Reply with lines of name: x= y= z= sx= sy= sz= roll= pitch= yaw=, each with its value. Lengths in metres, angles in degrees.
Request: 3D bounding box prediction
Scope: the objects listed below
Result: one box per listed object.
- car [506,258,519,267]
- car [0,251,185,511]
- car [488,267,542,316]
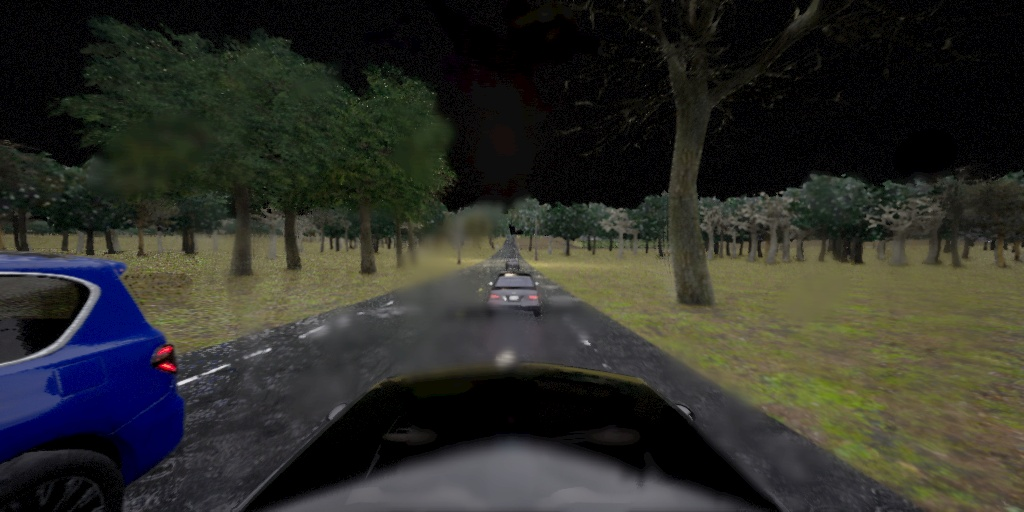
car: x=0.088 y=1.001 z=51.180 sx=2.128 sy=1.511 sz=4.902 roll=0 pitch=1 yaw=0
car: x=-3.590 y=0.962 z=0.393 sx=2.150 sy=2.045 sz=5.566 roll=0 pitch=0 yaw=0
car: x=0.095 y=1.337 z=13.535 sx=2.033 sy=1.411 sz=5.357 roll=0 pitch=0 yaw=0
